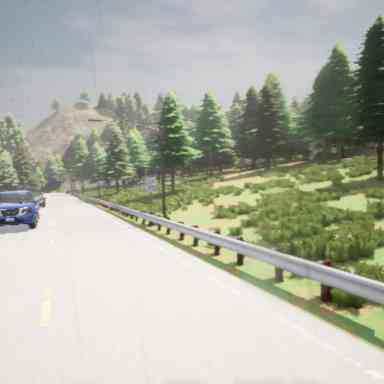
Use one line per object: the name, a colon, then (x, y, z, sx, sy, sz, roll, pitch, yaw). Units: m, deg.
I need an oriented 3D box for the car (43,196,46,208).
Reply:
car: (-17.168, 0.971, 36.668, 2.128, 1.511, 4.902, -2, 2, -22)

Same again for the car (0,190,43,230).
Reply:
car: (-9.946, 0.963, 18.830, 2.150, 2.045, 5.566, -2, 2, -22)
